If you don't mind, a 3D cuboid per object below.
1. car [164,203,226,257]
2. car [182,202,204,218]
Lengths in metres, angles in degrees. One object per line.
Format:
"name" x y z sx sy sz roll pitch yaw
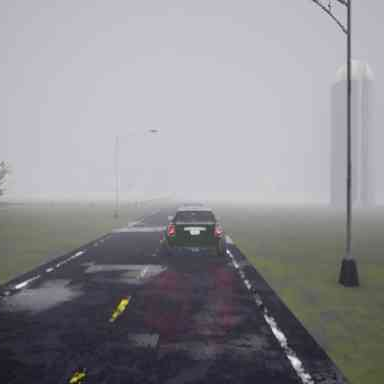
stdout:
"car" 0.100 1.363 13.192 2.097 1.767 4.553 0 0 0
"car" 0.099 1.636 31.121 1.895 1.301 4.718 0 0 0
